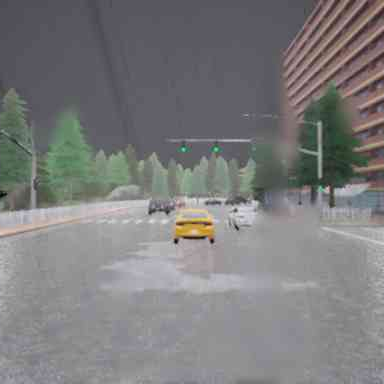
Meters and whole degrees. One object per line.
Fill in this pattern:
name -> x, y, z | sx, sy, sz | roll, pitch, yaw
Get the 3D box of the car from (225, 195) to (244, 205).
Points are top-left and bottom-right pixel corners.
car -> 8.103, 1.924, 65.920 | 1.837, 1.490, 4.892 | 0, 0, 30

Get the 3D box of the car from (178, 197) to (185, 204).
car -> -2.626, 1.726, 57.088 | 2.097, 1.767, 4.553 | 0, 0, 12

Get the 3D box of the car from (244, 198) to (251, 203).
car -> 10.151, 1.700, 74.625 | 2.150, 2.045, 5.566 | 0, -1, 44

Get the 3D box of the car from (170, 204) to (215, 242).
car -> 0.099, 1.611, 17.125 | 1.882, 1.535, 5.008 | 0, 0, 0

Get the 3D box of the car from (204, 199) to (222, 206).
car -> 4.270, 2.026, 66.156 | 1.895, 1.301, 4.718 | 0, 0, 30

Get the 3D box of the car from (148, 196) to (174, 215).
car -> -3.591, 1.469, 37.501 | 2.150, 2.045, 5.566 | 0, 0, 0

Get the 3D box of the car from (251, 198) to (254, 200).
car -> 14.522, 1.992, 74.091 | 4.902, 1.511, 2.128 | 0, -1, -43

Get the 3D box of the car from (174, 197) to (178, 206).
car -> -3.507, 1.662, 47.141 | 2.097, 1.767, 4.553 | 0, 0, 0

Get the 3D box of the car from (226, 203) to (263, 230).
car -> 3.584, 1.690, 22.495 | 1.812, 1.442, 4.674 | 0, 0, 0
